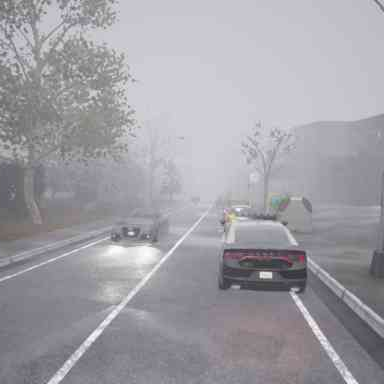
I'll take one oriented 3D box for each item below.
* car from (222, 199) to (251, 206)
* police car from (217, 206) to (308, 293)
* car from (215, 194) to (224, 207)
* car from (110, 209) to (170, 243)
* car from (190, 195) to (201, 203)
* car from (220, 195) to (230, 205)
[{"bbox_3d":[2.779,1.405,19.153,1.801,1.575,5.366,1,0,6],"label":"car"},{"bbox_3d":[1.720,1.414,9.083,1.930,1.638,5.238,1,0,6],"label":"police car"},{"bbox_3d":[4.484,1.165,48.082,2.097,1.767,4.553,0,0,3],"label":"car"},{"bbox_3d":[-2.281,1.483,15.513,1.994,1.385,4.181,1,0,6],"label":"car"},{"bbox_3d":[0.662,1.228,64.381,1.882,1.535,5.008,0,0,-4],"label":"car"},{"bbox_3d":[3.387,1.277,24.929,2.097,1.767,4.553,1,0,6],"label":"car"}]
